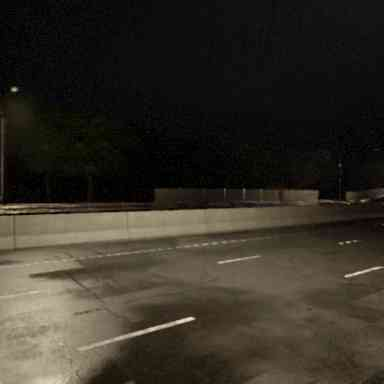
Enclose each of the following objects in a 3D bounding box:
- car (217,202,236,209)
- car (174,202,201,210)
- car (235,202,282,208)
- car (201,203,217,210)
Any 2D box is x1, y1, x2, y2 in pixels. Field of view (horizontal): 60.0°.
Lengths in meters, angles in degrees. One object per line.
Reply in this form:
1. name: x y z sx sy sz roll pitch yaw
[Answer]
1. car: 5.521 1.882 34.070 5.357 1.411 2.033 0 -1 -36
2. car: 0.480 1.934 39.085 5.357 1.411 2.033 0 -1 -36
3. car: 6.715 1.776 30.625 5.008 1.535 1.882 0 -1 -36
4. car: 3.872 1.857 37.217 4.902 1.511 2.128 0 -1 -36
